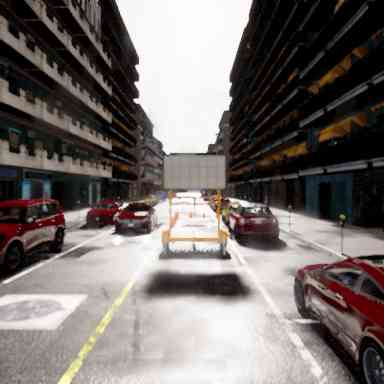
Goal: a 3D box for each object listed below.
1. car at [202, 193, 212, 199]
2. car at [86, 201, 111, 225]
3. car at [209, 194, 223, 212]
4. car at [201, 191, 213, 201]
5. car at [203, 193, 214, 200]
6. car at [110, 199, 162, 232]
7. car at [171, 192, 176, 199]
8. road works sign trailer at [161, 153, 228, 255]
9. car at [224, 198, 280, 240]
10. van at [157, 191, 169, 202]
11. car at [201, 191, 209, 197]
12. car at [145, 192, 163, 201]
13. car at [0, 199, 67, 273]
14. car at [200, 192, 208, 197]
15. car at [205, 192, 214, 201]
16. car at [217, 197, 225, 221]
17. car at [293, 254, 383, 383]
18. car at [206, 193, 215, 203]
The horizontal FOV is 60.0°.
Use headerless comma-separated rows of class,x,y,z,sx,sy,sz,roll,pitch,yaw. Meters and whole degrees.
car,3.258,0.842,72.560,2.008,1.369,4.403,0,0,0
car,-5.522,1.305,21.696,1.887,1.381,4.507,0,1,0
car,2.947,1.194,32.931,1.887,1.381,4.507,0,1,0
car,3.168,0.700,61.235,2.192,1.841,5.009,0,0,0
car,3.214,0.888,66.899,2.008,1.369,4.403,0,0,0
car,-2.955,1.320,18.516,1.812,1.442,4.674,0,1,0
car,-5.122,0.727,72.649,1.967,1.590,4.097,0,0,0
road works sign trailer,0.099,0.321,12.582,2.380,3.560,2.880,0,1,0
car,2.813,1.262,15.944,1.967,1.590,4.097,0,1,0
van,-5.256,0.770,55.664,1.690,1.788,3.998,0,1,0
car,3.391,0.599,89.544,1.967,1.590,4.097,0,0,0
car,-5.345,1.059,44.173,1.752,1.417,4.829,0,1,0
car,-5.611,1.194,10.371,2.192,1.841,5.009,0,1,0
car,3.436,0.684,95.204,1.947,1.339,4.313,0,0,0
car,3.037,1.060,44.424,1.752,1.417,4.829,0,1,0
car,2.859,1.288,21.777,1.752,1.417,4.829,0,1,0
car,2.725,1.526,4.628,1.802,1.307,4.206,0,1,0
car,2.991,1.136,38.597,1.887,1.381,4.507,0,1,0
